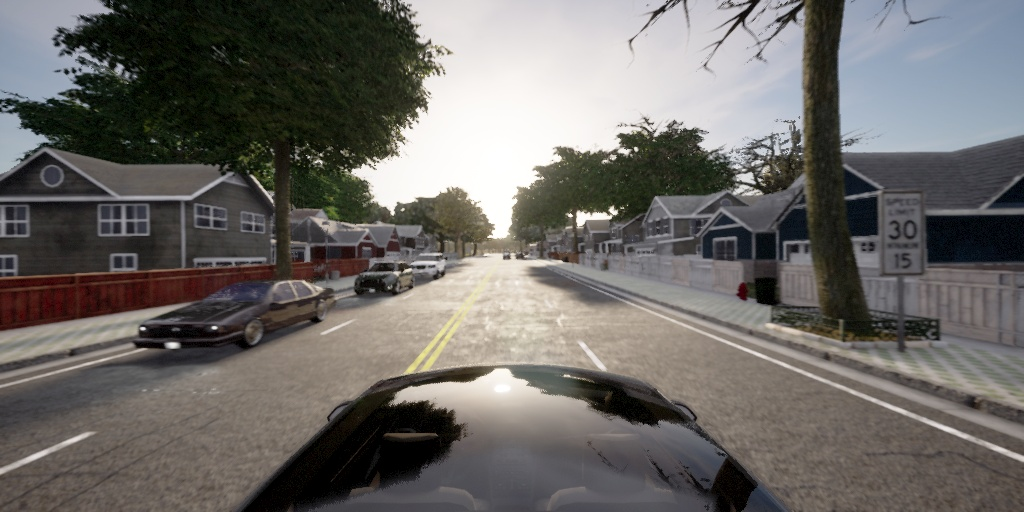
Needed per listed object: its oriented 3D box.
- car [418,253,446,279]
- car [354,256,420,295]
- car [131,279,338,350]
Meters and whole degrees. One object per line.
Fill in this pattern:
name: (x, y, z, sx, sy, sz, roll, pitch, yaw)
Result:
car: (-6.958, 0.782, 30.136, 2.150, 2.045, 5.566, -1, 1, 0)
car: (-6.837, 1.067, 19.668, 2.097, 1.767, 4.553, -1, 1, -1)
car: (-6.696, 1.352, 9.674, 2.033, 1.411, 5.357, -1, 0, -1)
